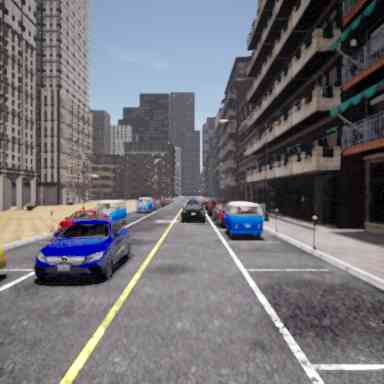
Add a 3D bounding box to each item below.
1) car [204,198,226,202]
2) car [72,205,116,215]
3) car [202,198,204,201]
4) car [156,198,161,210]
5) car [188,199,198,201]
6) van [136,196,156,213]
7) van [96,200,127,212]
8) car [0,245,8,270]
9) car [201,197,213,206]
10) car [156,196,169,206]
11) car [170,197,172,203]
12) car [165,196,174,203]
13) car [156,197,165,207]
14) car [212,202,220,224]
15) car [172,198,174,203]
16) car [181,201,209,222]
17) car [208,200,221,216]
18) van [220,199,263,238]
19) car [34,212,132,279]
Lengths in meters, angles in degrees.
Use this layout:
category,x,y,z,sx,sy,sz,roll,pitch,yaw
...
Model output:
category,x,y,z,sx,sy,sz,roll,pitch,yaw
car,2.702,1.497,34.519,2.192,1.841,5.009,0,0,0
car,-5.685,1.638,17.940,1.887,1.381,4.507,0,0,0
car,2.712,1.810,45.571,1.947,1.339,4.313,0,0,0
car,-5.669,1.827,45.577,1.802,1.307,4.206,0,0,0
car,0.129,1.753,46.527,1.837,1.490,4.892,0,-1,0
van,-5.674,1.554,40.051,1.690,1.788,3.998,0,0,0
van,-5.683,1.463,23.469,1.690,1.788,3.998,0,0,0
car,-5.693,1.560,6.715,1.752,1.417,4.829,0,0,0
car,2.721,1.783,62.155,1.967,1.590,4.097,0,0,0
car,-5.664,1.625,56.634,2.192,1.841,5.009,0,0,0
car,-5.656,1.922,67.687,1.887,1.381,4.507,0,0,0
car,-5.647,1.920,84.271,1.967,1.590,4.097,0,0,0
car,-5.666,1.828,51.105,2.008,1.369,4.403,0,0,0
car,2.698,1.667,23.462,1.887,1.381,4.507,0,0,0
car,-5.652,1.962,73.215,2.008,1.369,4.403,0,0,0
car,0.117,1.711,28.180,1.994,1.385,4.181,0,0,0
car,2.702,1.703,28.989,2.008,1.369,4.403,0,0,0
van,2.694,1.434,17.935,1.690,1.788,3.998,0,0,0
car,-3.072,1.579,10.315,1.812,1.442,4.674,0,0,0
